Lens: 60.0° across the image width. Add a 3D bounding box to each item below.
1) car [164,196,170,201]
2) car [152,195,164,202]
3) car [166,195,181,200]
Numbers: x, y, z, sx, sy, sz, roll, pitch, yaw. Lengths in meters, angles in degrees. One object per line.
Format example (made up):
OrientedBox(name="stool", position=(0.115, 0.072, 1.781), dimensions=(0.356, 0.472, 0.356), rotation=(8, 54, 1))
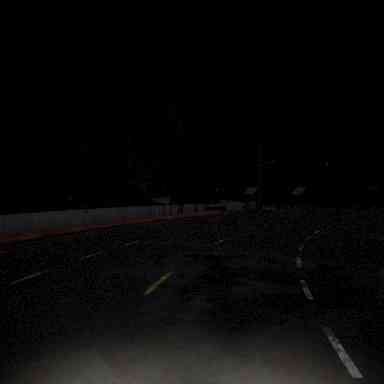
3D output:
OrientedBox(name="car", position=(-6.205, 1.511, 79.980), dimensions=(1.882, 1.535, 5.008), rotation=(0, 0, -34))
OrientedBox(name="car", position=(-9.094, 1.533, 78.004), dimensions=(1.837, 1.490, 4.892), rotation=(0, 0, -34))
OrientedBox(name="car", position=(-5.095, 1.461, 90.755), dimensions=(1.812, 1.442, 4.674), rotation=(0, 0, -34))
